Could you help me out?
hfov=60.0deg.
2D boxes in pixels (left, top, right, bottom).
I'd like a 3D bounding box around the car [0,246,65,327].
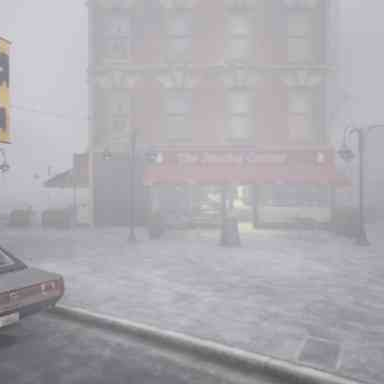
[{"bbox_3d":[-4.622,1.613,6.064,4.718,1.301,1.895,0,0,30],"label":"car"}]
